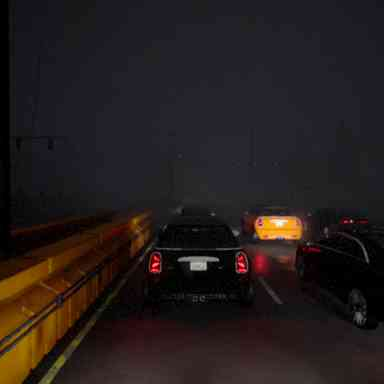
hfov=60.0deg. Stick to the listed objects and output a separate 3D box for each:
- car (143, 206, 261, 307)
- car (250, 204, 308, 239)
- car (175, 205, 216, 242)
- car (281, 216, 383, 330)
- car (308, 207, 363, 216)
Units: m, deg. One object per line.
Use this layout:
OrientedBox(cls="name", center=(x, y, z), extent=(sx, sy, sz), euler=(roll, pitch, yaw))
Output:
OrientedBox(cls="car", center=(0.125, 1.351, 8.112), extent=(2.097, 1.767, 4.553), euler=(0, 0, 0))
OrientedBox(cls="car", center=(3.655, 1.350, 15.983), extent=(2.097, 1.767, 4.553), euler=(0, 0, 0))
OrientedBox(cls="car", center=(0.158, 1.503, 17.288), extent=(1.837, 1.490, 4.892), euler=(0, 0, 0))
OrientedBox(cls="car", center=(3.621, 1.491, 6.872), extent=(2.128, 1.511, 4.902), euler=(0, 0, 0))
OrientedBox(cls="car", center=(7.157, 1.503, 16.852), extent=(1.837, 1.490, 4.892), euler=(0, 0, 0))
